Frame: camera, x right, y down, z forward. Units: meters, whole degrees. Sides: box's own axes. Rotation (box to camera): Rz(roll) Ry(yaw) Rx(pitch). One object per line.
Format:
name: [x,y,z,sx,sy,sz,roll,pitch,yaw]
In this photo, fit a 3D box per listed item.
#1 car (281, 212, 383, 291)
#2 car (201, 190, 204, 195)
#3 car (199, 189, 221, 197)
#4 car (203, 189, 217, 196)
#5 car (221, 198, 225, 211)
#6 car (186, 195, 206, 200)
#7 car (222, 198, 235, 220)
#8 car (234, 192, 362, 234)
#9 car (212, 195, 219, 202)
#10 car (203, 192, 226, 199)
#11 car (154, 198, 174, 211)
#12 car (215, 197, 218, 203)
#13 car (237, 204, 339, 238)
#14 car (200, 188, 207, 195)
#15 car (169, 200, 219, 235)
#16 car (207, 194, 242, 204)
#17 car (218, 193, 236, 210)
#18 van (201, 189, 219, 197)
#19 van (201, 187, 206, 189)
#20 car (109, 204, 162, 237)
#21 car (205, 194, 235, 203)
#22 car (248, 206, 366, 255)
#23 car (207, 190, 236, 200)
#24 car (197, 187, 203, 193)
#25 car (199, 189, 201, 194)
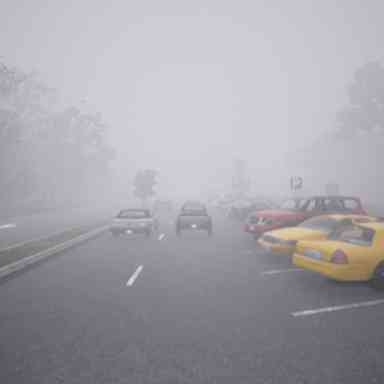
car: [5.241,1.446,8.659,5.366,1.575,1.946,1,0,-20]
car: [5.032,0.892,71.623,4.792,1.488,2.163,0,1,-20]
car: [5.084,0.253,92.545,5.566,2.045,2.435,0,1,-20]
car: [5.039,1.008,47.600,5.566,2.045,2.435,0,1,-20]
car: [5.068,1.452,26.598,4.674,1.452,2.002,1,0,-20]
car: [0.093,1.384,34.684,2.128,1.511,4.902,0,0,0]
car: [5.058,1.418,23.598,5.008,1.535,2.097,1,0,-20]
car: [5.046,1.179,14.577,5.566,2.045,2.435,1,0,-20]
car: [5.089,1.403,35.623,4.792,1.488,2.163,1,0,-20]
car: [5.053,0.852,74.641,4.674,1.452,2.002,0,1,-20]
car: [-2.907,1.384,34.678,2.128,1.511,4.902,0,0,0]
car: [5.067,1.435,32.598,4.674,1.452,2.002,1,1,-20]
car: [5.040,1.454,17.581,4.792,1.488,2.163,1,0,-20]
car: [5.029,0.635,77.610,4.553,1.767,2.185,0,1,-20]
car: [0.096,1.428,18.444,2.128,1.511,4.902,0,0,0]
car: [5.233,1.167,53.695,5.366,1.575,1.946,0,1,-20]
car: [5.097,1.278,29.608,4.553,1.767,2.185,1,0,-20]
van: [4.950,0.330,89.503,4.442,1.987,1.878,0,1,-20]
van: [5.168,0.485,80.643,4.442,1.987,1.878,0,1,-20]
car: [-2.904,1.539,17.599,1.895,1.301,4.718,0,0,0]
car: [5.034,1.098,59.618,4.792,1.488,2.163,0,1,-20]
car: [4.893,1.431,11.526,5.366,1.575,1.946,1,0,-20]
car: [5.092,1.101,38.620,5.566,2.045,2.435,1,0,-20]
car: [5.034,0.356,86.550,5.566,2.045,2.435,0,1,-20]
car: [5.050,0.659,83.586,4.892,1.521,2.231,0,1,-20]
